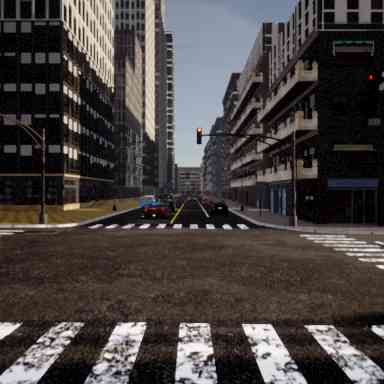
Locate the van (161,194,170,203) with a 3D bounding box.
[{"bbox_3d":[-5.735,1.348,71.970,1.690,1.788,3.998,0,0,0],"label":"van"}]

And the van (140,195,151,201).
[{"bbox_3d":[-5.719,1.342,43.699,1.690,1.788,3.998,0,0,0],"label":"van"}]

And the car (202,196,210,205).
[{"bbox_3d":[2.662,1.545,43.705,1.887,1.381,4.507,0,0,0],"label":"car"}]

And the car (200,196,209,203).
[{"bbox_3d":[2.646,1.552,71.975,1.887,1.381,4.507,0,0,0],"label":"car"}]

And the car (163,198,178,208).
[{"bbox_3d":[-3.112,1.566,49.526,1.994,1.385,4.181,0,0,0],"label":"car"}]

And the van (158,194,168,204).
[{"bbox_3d":[-5.732,1.347,66.316,1.690,1.788,3.998,0,0,0],"label":"van"}]

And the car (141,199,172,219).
[{"bbox_3d":[-3.119,1.600,29.537,1.895,1.301,4.718,0,0,0],"label":"car"}]

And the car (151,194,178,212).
[{"bbox_3d":[-3.127,1.222,39.436,2.150,2.045,5.566,0,0,0],"label":"car"}]

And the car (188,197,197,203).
[{"bbox_3d":[0.059,1.607,69.805,1.895,1.301,4.718,0,0,0],"label":"car"}]

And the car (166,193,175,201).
[{"bbox_3d":[-5.745,1.328,88.934,2.192,1.841,5.009,0,0,0],"label":"car"}]

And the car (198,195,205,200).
[{"bbox_3d":[2.632,1.581,94.593,1.947,1.339,4.313,0,0,0],"label":"car"}]

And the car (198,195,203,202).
[{"bbox_3d":[2.652,1.555,60.668,2.008,1.369,4.403,0,0,0],"label":"car"}]

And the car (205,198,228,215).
[{"bbox_3d":[2.669,1.565,33.738,1.947,1.339,4.313,0,0,0],"label":"car"}]
